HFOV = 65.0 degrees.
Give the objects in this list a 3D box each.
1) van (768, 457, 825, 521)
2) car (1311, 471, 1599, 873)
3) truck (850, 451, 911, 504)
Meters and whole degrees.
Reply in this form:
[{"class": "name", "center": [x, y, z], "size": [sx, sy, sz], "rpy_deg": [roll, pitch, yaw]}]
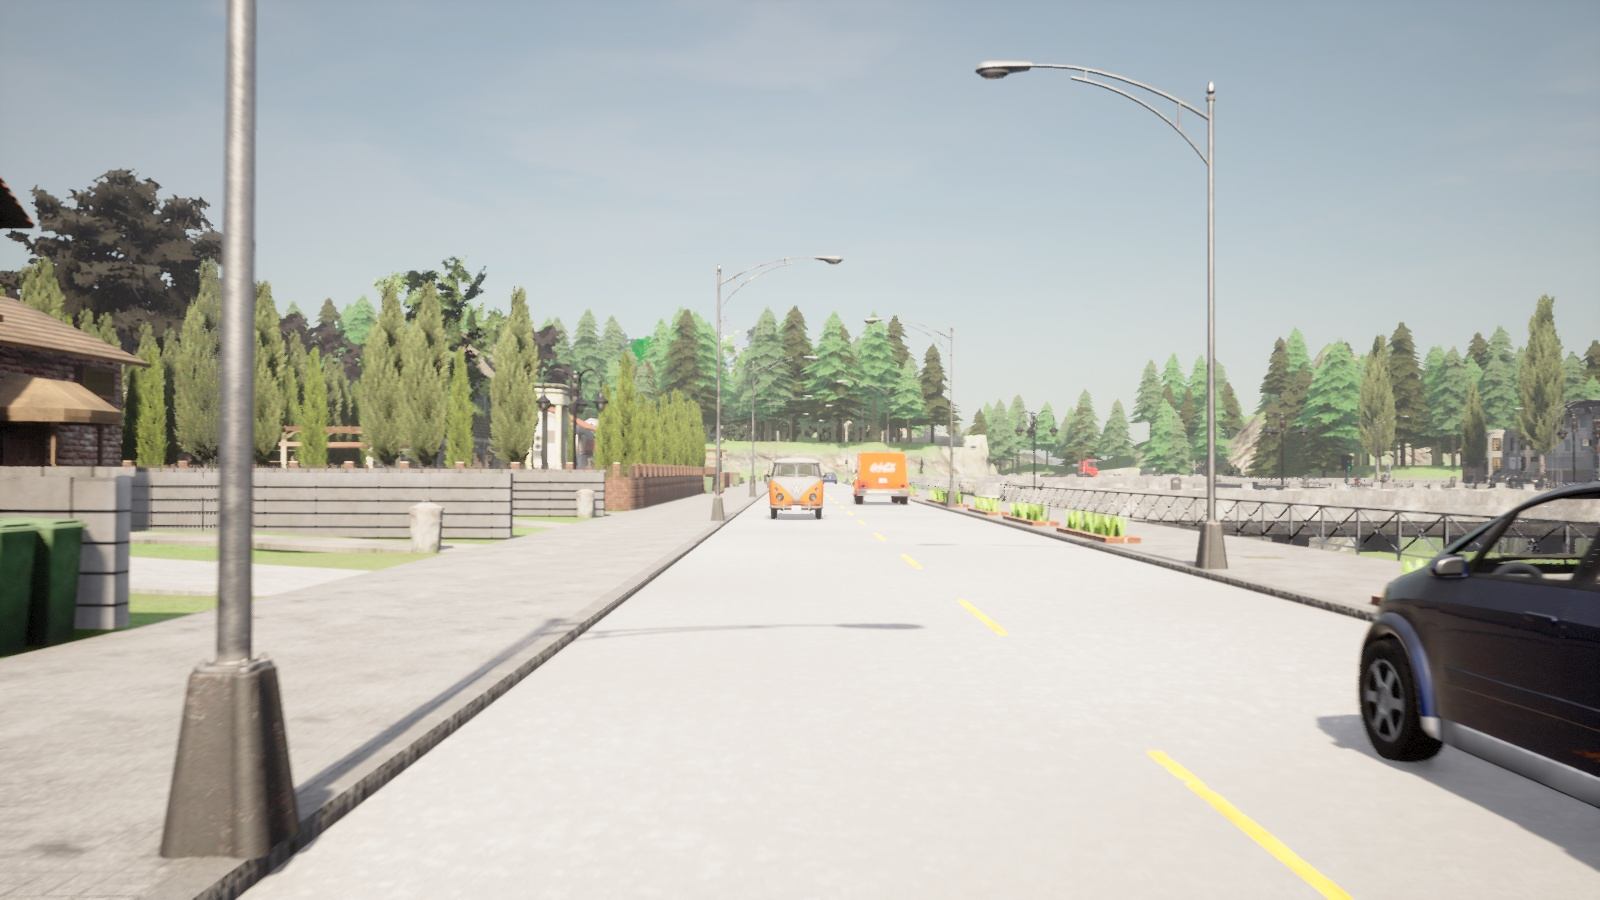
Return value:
[{"class": "van", "center": [-0.105, 1.262, 41.476], "size": [1.775, 1.987, 4.442], "rpy_deg": [0, -1, 0]}, {"class": "car", "center": [3.985, 0.873, 5.719], "size": [1.789, 1.549, 3.705], "rpy_deg": [0, -1, 0]}, {"class": "truck", "center": [3.850, 1.334, 61.060], "size": [2.627, 2.467, 5.204], "rpy_deg": [0, -1, 0]}]
